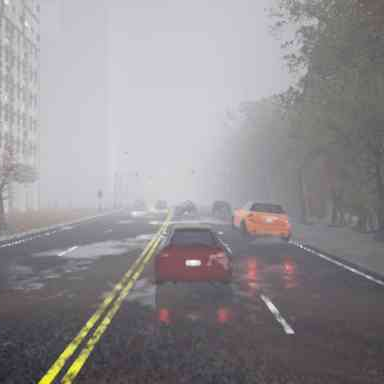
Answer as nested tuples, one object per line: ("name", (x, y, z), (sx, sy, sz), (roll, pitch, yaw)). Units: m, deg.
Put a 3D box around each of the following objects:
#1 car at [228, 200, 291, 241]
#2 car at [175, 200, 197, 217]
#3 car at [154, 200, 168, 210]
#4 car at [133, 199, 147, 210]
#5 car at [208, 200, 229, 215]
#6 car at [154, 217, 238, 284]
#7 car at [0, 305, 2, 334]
("car", (3.276, 1.256, 16.349), (2.097, 1.767, 4.553), (6, 0, -1))
("car", (-0.648, 1.597, 31.574), (1.895, 1.301, 4.718), (-22, 0, -2))
("car", (-4.691, 1.957, 51.155), (1.882, 1.535, 5.008), (0, -1, -3))
("car", (-7.937, 1.777, 50.976), (2.128, 1.511, 4.902), (0, -1, -3))
("car", (2.797, 1.573, 33.915), (1.882, 1.535, 5.008), (4, -3, -2))
("car", (0.012, 1.651, 9.837), (1.994, 1.385, 4.181), (0, 0, -1))
("car", (-3.351, 1.620, 2.013), (1.895, 1.301, 4.718), (0, 0, 0))
